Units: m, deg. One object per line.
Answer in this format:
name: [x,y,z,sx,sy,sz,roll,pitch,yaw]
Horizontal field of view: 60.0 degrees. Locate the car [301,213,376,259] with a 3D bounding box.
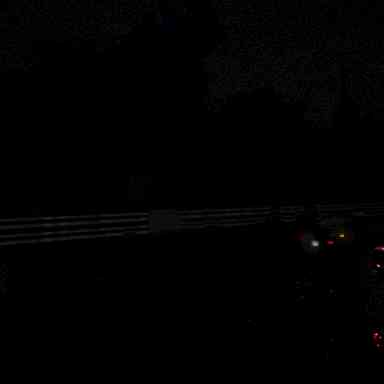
car: [5.892,1.475,12.080,4.674,1.442,1.812,0,0,-34]

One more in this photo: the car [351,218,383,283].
car: [6.303,1.452,8.118,4.902,1.511,2.128,0,0,-35]
